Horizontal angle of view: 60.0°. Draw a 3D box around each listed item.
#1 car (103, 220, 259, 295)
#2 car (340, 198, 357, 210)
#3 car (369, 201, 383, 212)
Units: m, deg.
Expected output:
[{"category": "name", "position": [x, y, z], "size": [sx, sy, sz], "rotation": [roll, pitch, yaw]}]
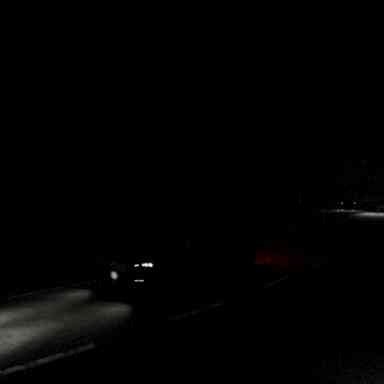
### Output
[{"category": "car", "position": [-0.048, 1.578, 9.141], "size": [2.128, 1.511, 4.902], "rotation": [-1, -1, 43]}, {"category": "car", "position": [22.887, 1.648, 48.471], "size": [2.097, 1.767, 4.553], "rotation": [-1, -1, 28]}, {"category": "car", "position": [22.878, 1.811, 41.044], "size": [1.895, 1.301, 4.718], "rotation": [-1, -1, 28]}]
